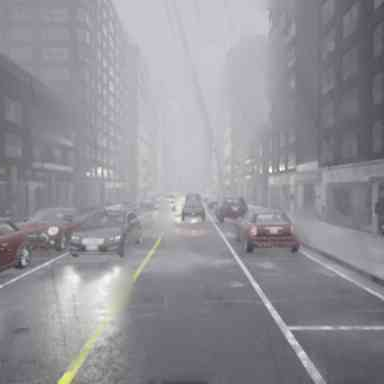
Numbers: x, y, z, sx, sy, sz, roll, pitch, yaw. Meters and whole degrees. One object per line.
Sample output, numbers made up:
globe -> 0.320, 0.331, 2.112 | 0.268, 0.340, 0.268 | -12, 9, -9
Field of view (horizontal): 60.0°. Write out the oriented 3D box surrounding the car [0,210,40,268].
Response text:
car -> -5.666, 1.409, 7.996 | 1.967, 1.590, 4.097 | -1, 0, 0

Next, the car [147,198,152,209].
car -> -5.614, 1.409, 41.180 | 2.008, 1.369, 4.403 | -1, 0, 0

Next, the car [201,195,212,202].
car -> 2.954, 1.318, 68.827 | 2.008, 1.369, 4.403 | -1, 0, 0

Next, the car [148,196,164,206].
car -> -5.597, 1.387, 52.241 | 1.947, 1.339, 4.313 | -1, 0, 0

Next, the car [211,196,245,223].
car -> 2.883, 1.232, 24.592 | 2.192, 1.841, 5.009 | -1, 0, 0

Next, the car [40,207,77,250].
car -> -5.658, 1.390, 13.526 | 1.967, 1.590, 4.097 | -1, 0, 0

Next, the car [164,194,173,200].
car -> -5.554, 1.291, 79.895 | 1.947, 1.339, 4.313 | -1, 0, 0

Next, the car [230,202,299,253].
car -> 2.867, 1.394, 13.534 | 1.967, 1.590, 4.097 | -1, 0, 0

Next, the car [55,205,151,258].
car -> -3.072, 1.446, 12.715 | 2.128, 1.511, 4.902 | 0, 0, 0

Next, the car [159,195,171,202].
car -> -5.571, 1.315, 68.833 | 2.008, 1.369, 4.403 | -1, 0, 0

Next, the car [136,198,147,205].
car -> -5.631, 1.461, 30.118 | 1.947, 1.339, 4.313 | -1, 0, 0

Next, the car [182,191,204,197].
car -> 0.158, 1.070, 45.578 | 2.150, 2.045, 5.566 | 0, 0, 0

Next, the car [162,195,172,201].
car -> -5.563, 1.289, 74.364 | 1.887, 1.381, 4.507 | -1, 0, 0

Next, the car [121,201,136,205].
car -> -5.640, 1.495, 24.588 | 1.802, 1.307, 4.206 | -1, 0, 0

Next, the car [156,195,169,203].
car -> -5.580, 1.328, 63.303 | 1.887, 1.381, 4.507 | -1, 0, 0

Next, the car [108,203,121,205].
car -> -5.648, 1.497, 19.057 | 1.947, 1.339, 4.313 | -1, 0, 0

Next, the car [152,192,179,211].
car -> -2.952, 1.097, 38.191 | 2.150, 2.045, 5.566 | 0, 0, 0

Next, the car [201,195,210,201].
car -> 2.963, 1.314, 74.356 | 1.947, 1.339, 4.313 | -1, 0, 0

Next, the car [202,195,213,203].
car -> 2.945, 1.332, 63.298 | 1.887, 1.381, 4.507 | -1, 0, 0

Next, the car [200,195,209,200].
car -> 2.972, 1.311, 79.886 | 1.802, 1.307, 4.206 | -1, 0, 0

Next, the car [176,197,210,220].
car -> 0.115, 1.401, 26.861 | 2.128, 1.511, 4.902 | 0, 0, 0

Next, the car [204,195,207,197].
car -> 2.920, 1.369, 46.880 | 1.752, 1.417, 4.829 | -1, 0, 0

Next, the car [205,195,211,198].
car -> 2.911, 1.428, 41.181 | 1.947, 1.339, 4.313 | -1, 0, 0

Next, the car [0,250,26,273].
car -> -3.098, 1.485, 1.550 | 2.128, 1.511, 4.902 | 0, 0, 0
